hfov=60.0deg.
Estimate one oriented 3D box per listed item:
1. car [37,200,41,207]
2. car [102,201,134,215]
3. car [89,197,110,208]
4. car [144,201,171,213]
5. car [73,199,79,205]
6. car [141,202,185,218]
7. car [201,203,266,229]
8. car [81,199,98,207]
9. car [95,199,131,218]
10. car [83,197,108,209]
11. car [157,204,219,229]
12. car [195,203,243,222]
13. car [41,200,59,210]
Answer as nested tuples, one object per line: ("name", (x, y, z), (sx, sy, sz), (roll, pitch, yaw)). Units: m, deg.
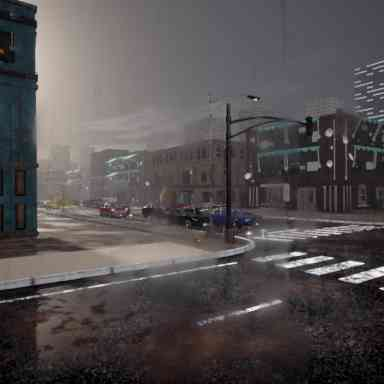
("car", (-30.758, 2.376, 66.764), (2.008, 1.369, 4.403), (-1, 0, -35))
("car", (-9.205, 1.930, 40.909), (2.128, 1.511, 4.902), (-1, 0, -35))
("car", (-17.523, 1.940, 62.589), (2.192, 1.841, 5.009), (-1, 0, -35))
("car", (-4.699, 1.966, 44.536), (1.802, 1.307, 4.206), (-2, 0, -35))
("car", (-27.130, 2.365, 76.130), (1.947, 1.339, 4.313), (-1, 0, -35))
("car", (-3.206, 1.813, 32.443), (2.128, 1.511, 4.902), (-1, 0, -35))
("car", (2.774, 1.750, 23.980), (2.033, 1.411, 5.357), (-1, 0, -34))
("car", (-20.722, 2.228, 67.103), (1.887, 1.381, 4.507), (-1, 0, -35))
("car", (-8.331, 1.847, 35.169), (1.967, 1.590, 4.097), (-1, 0, -35))
("car", (-16.612, 1.947, 56.851), (2.097, 1.767, 4.553), (-1, 0, -35))
("car", (-0.394, 1.815, 23.784), (1.947, 1.339, 4.313), (-1, 0, -35))
("car", (2.332, 1.756, 30.049), (1.812, 1.442, 4.674), (-1, 0, -35))
("car", (-24.251, 2.233, 57.598), (1.752, 1.417, 4.829), (-1, 0, -35))
